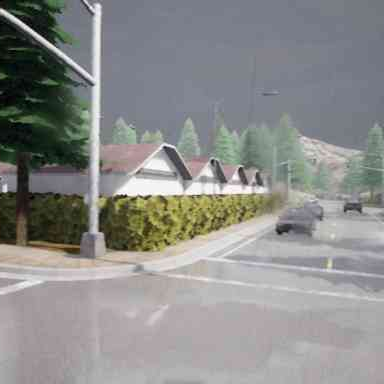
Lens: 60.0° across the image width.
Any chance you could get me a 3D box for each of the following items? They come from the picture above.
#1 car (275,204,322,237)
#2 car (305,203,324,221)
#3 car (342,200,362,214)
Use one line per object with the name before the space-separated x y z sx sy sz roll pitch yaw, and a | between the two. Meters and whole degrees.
car | 6.102 1.620 19.116 2.033 1.411 5.357 1 0 24
car | 10.092 1.643 28.196 1.994 1.385 4.181 1 0 24
car | 18.620 1.657 38.664 1.837 1.490 4.892 1 0 22
